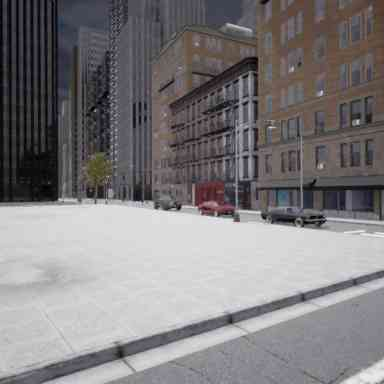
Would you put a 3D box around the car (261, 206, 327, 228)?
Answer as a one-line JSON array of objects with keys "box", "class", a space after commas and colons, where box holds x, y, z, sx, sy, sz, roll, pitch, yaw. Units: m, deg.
[{"box": [6.953, 1.675, 23.092, 1.895, 1.301, 4.718, 0, 0, -26], "class": "car"}]

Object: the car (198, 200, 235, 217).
[{"box": [2.321, 1.607, 32.490, 1.882, 1.535, 5.008, 0, 0, -26], "class": "car"}]

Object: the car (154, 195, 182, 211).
[{"box": [-3.279, 1.423, 43.897, 2.150, 2.045, 5.566, 0, 0, -26], "class": "car"}]
